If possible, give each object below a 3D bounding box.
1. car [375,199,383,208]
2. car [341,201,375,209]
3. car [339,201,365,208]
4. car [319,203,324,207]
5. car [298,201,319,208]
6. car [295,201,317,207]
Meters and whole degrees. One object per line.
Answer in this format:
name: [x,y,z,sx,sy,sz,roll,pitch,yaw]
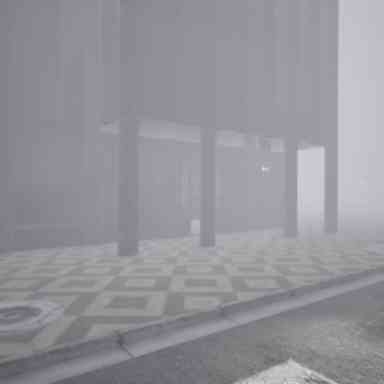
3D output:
car: [36.901,2.327,65.316,2.192,1.841,5.009,-1,-1,-36]
car: [29.961,2.481,60.369,1.887,1.381,4.507,0,-1,-36]
car: [33.626,2.649,69.907,1.887,1.381,4.507,-1,-1,-36]
car: [30.344,2.782,74.506,1.802,1.307,4.206,-1,-1,-35]
car: [23.405,2.675,69.555,2.008,1.369,4.403,-1,-1,-36]
car: [27.069,2.840,79.095,1.887,1.381,4.507,-1,-1,-36]
